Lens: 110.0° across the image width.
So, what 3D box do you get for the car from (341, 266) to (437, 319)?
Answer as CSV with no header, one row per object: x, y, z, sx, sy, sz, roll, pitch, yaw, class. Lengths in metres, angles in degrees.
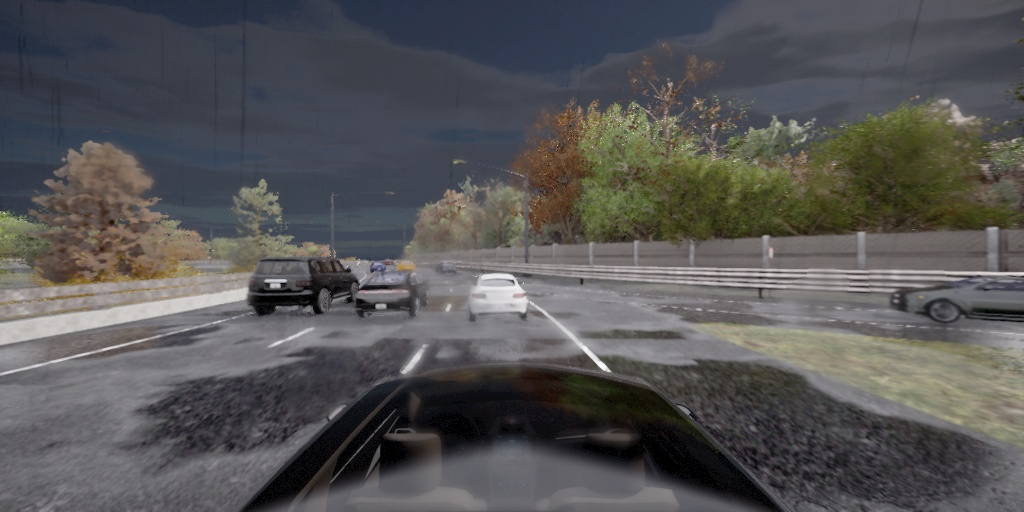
-4.168,1.297,13.070,2.128,1.511,4.902,0,0,-6,car

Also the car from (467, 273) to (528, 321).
-0.574,1.314,12.545,1.812,1.442,4.674,0,0,-6,car

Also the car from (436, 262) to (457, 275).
-7.910,1.466,42.686,2.033,1.411,5.357,0,0,-22,car

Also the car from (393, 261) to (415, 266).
-14.501,1.445,48.885,1.882,1.535,5.008,0,0,-25,car

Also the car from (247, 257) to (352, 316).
-7.811,1.046,14.047,2.150,2.045,5.566,0,0,-6,car

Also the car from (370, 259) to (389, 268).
-18.041,1.506,48.174,1.812,1.442,4.674,0,0,-26,car

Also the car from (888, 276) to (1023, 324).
14.147,1.282,10.575,4.181,1.385,1.994,0,0,33,car
